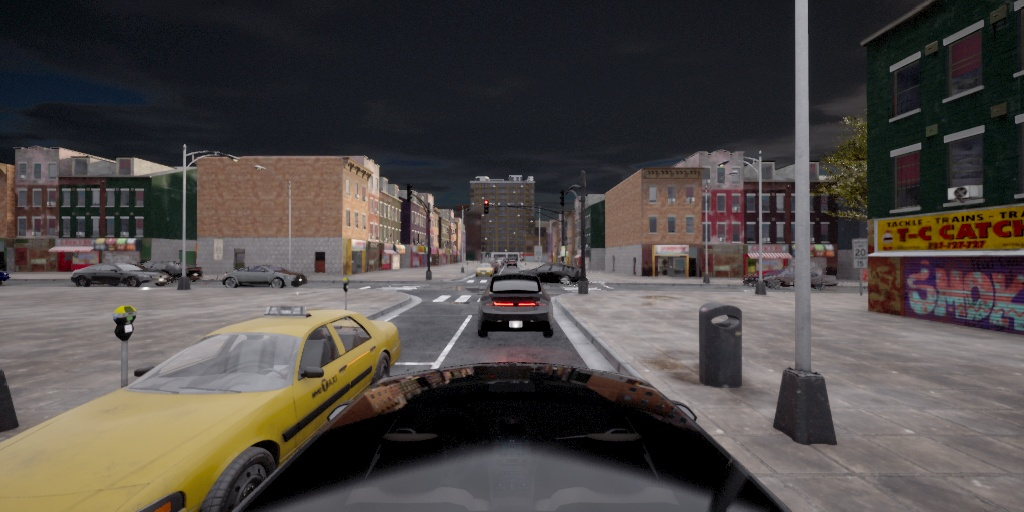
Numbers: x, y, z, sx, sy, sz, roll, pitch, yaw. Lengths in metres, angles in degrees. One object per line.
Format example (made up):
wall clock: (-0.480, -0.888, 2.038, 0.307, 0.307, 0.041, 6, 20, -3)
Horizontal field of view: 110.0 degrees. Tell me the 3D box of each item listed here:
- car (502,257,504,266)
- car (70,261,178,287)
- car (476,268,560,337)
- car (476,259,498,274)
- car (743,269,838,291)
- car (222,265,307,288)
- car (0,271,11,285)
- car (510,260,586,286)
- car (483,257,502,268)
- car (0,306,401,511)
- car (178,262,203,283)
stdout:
car: (-2.710, 1.358, 63.112, 1.751, 1.417, 4.829, 0, 0, 0)
car: (-23.022, 1.120, 21.133, 4.674, 1.442, 1.812, 0, 0, 0)
car: (0.086, 1.257, 10.320, 1.837, 1.490, 4.892, 0, 0, 0)
car: (-2.678, 1.302, 35.894, 1.751, 1.417, 4.829, 0, 0, 0)
car: (18.840, 1.558, 24.343, 5.357, 1.411, 2.033, 1, 0, 0)
car: (-14.501, 1.220, 21.183, 4.181, 1.385, 1.994, 0, 0, 0)
car: (-32.919, 1.144, 21.071, 4.718, 1.301, 1.895, 0, 0, 0)
car: (2.740, 1.283, 25.741, 5.008, 1.535, 1.882, 1, 1, 25)
car: (-2.685, 1.100, 41.507, 2.192, 1.841, 5.009, 0, 0, 0)
car: (-2.640, 1.275, 3.937, 1.751, 1.417, 4.829, 0, 0, 0)
car: (-23.710, 1.084, 24.085, 5.008, 1.535, 1.882, 0, 0, 0)
